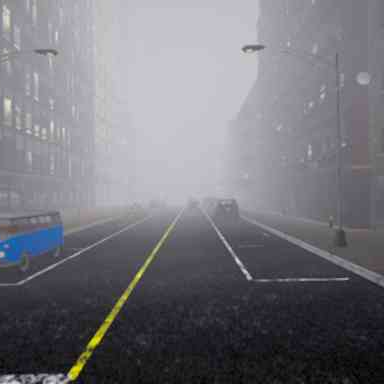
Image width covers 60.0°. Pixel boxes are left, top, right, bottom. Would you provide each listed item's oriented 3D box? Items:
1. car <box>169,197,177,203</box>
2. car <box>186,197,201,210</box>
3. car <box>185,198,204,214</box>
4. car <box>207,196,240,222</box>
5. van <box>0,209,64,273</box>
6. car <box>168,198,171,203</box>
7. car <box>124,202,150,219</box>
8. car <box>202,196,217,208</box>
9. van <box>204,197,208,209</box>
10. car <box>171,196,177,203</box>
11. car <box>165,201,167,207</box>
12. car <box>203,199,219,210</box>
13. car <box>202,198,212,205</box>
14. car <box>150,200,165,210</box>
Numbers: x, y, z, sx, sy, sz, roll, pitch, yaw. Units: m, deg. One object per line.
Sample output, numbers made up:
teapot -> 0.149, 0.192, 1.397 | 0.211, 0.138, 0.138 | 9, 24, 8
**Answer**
car -> -5.486, 2.226, 94.236 | 1.967, 1.590, 4.097 | -1, 0, 0
car -> 0.199, 1.701, 50.557 | 2.097, 1.767, 4.553 | -1, -1, 0
car -> 0.175, 1.800, 40.312 | 1.812, 1.442, 4.674 | -1, 0, 0
car -> 2.732, 1.452, 27.610 | 2.192, 1.841, 5.009 | -1, 0, 0
van -> -5.686, 1.508, 10.975 | 1.690, 1.788, 3.998 | -1, 0, 0
car -> -5.563, 2.081, 60.931 | 2.008, 1.369, 4.403 | -1, 0, 0
car -> -5.630, 1.849, 33.007 | 1.752, 1.417, 4.829 | -1, 0, 0
car -> 2.798, 1.655, 55.363 | 2.192, 1.841, 5.009 | -1, 0, 0
van -> 2.772, 1.599, 44.262 | 1.690, 1.788, 3.998 | -1, 0, 0
car -> -5.496, 2.325, 88.684 | 1.802, 1.307, 4.206 | -1, 0, 0
car -> -5.577, 2.012, 55.210 | 1.752, 1.417, 4.829 | -1, 0, 0
car -> 2.790, 1.849, 49.811 | 2.008, 1.369, 4.403 | -1, 0, 0
car -> 3.150, 1.955, 70.525 | 1.837, 1.490, 4.892 | -1, 0, 0
car -> -5.592, 1.887, 49.829 | 1.967, 1.590, 4.097 | -1, 0, 0
